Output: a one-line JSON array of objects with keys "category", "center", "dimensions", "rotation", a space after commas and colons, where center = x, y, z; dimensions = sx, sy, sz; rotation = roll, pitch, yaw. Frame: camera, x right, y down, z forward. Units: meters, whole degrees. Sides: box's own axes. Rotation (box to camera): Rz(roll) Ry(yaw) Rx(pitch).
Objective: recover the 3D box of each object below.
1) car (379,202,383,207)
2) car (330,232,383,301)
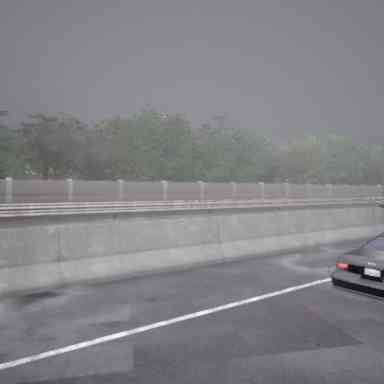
[{"category": "car", "center": [26.564, 1.456, 43.215], "dimensions": [5.357, 1.411, 2.033], "rotation": [0, 1, -33]}, {"category": "car", "center": [5.387, 1.523, 7.563], "dimensions": [5.357, 1.411, 2.033], "rotation": [0, 0, -35]}]
